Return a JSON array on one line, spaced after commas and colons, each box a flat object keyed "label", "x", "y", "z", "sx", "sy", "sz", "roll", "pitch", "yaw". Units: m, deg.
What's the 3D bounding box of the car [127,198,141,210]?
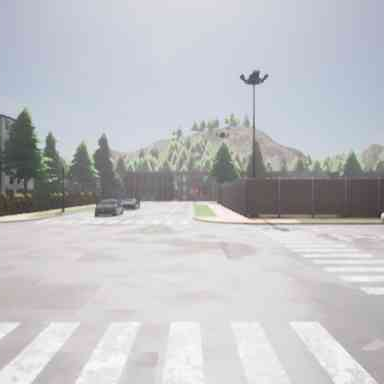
[{"label": "car", "x": -7.708, "y": 1.482, "z": 41.905, "sx": 2.033, "sy": 1.411, "sz": 5.357, "roll": 0, "pitch": 0, "yaw": 0}]

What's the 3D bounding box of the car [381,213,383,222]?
[{"label": "car", "x": 14.429, "y": 1.198, "z": 19.811, "sx": 5.566, "sy": 2.045, "sz": 2.150, "roll": 0, "pitch": 0, "yaw": 0}]

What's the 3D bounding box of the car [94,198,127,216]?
[{"label": "car", "x": -7.715, "y": 1.452, "z": 31.255, "sx": 1.837, "sy": 1.490, "sz": 4.892, "roll": 0, "pitch": 0, "yaw": 0}]
